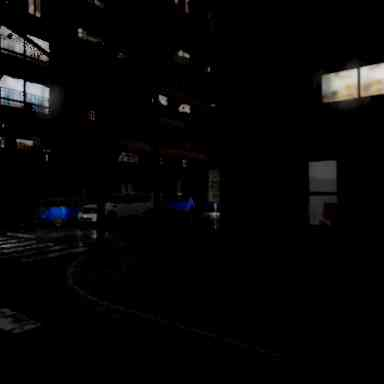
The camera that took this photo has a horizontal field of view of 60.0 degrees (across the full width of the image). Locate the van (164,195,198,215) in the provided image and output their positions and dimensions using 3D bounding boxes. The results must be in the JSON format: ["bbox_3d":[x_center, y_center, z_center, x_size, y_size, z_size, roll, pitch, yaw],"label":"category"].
[{"bbox_3d":[-1.482,1.134,30.553,1.690,1.788,3.998,0,0,35],"label":"van"}]

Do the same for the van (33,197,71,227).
[{"bbox_3d":[-7.984,1.203,21.334,1.690,1.788,3.998,0,0,35],"label":"van"}]

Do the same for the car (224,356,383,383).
[{"bbox_3d":[1.848,1.570,1.412,4.313,1.339,1.947,0,0,36],"label":"car"}]

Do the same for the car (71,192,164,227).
[{"bbox_3d":[-4.673,1.055,21.765,2.150,2.045,5.566,0,0,35],"label":"car"}]

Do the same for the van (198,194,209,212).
[{"bbox_3d":[1.768,1.100,35.162,1.690,1.788,3.998,0,0,35],"label":"van"}]

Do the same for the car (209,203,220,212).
[{"bbox_3d":[4.073,1.245,34.154,1.837,1.490,4.892,0,0,35],"label":"car"}]
